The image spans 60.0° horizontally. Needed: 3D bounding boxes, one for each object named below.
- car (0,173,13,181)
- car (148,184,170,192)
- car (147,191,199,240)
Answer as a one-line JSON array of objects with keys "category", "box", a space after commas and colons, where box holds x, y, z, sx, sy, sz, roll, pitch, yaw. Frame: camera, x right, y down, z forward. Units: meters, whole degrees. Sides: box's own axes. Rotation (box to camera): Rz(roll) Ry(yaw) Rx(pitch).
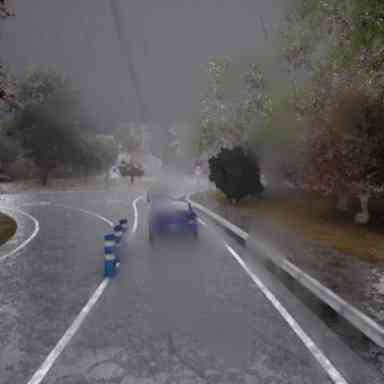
[{"category": "car", "box": [-36.287, -2.851, 62.627, 2.128, 1.511, 4.902, 3, 5, 31]}, {"category": "car", "box": [-2.909, -0.013, 29.695, 1.994, 1.385, 4.181, 0, 5, -3]}, {"category": "car", "box": [-0.889, 1.000, 14.371, 1.882, 1.535, 5.008, -1, 3, -6]}]
